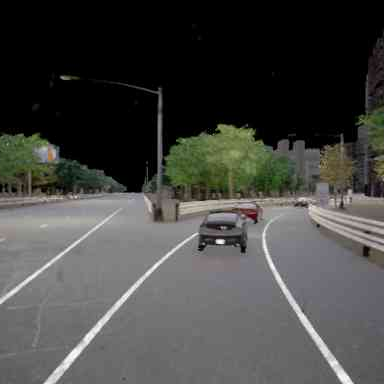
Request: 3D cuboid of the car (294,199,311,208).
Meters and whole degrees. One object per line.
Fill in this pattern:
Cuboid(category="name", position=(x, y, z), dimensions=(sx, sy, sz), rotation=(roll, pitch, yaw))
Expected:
Cuboid(category="car", position=(16.983, 1.676, 50.184), dimensions=(1.895, 1.301, 4.718), rotation=(0, 0, 35))

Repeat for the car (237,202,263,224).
Cuboid(category="car", position=(4.342, 1.524, 25.639), dimensions=(1.882, 1.535, 5.008), rotation=(0, 0, 18))

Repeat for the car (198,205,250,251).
Cuboid(category="car", position=(1.419, 1.519, 14.224), dimensions=(1.837, 1.490, 4.892), rotation=(0, 0, 10))
